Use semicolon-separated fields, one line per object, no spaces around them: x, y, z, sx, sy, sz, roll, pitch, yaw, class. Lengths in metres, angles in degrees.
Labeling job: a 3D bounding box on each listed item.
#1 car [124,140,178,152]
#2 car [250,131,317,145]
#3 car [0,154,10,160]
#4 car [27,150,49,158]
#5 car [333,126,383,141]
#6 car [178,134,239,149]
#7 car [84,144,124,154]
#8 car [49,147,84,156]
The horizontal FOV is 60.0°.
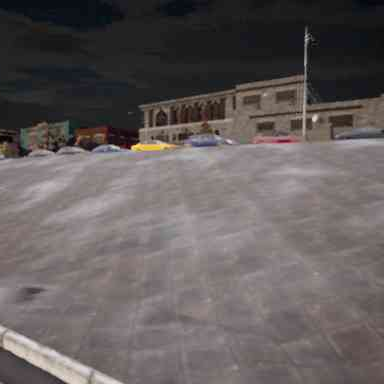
-3.154;-3.802;29.397;5.008;1.535;2.097;1;1;32;car
6.591;-3.548;23.779;4.792;1.488;2.163;1;1;29;car
-26.117;-4.379;44.616;4.553;1.767;2.185;1;1;34;car
-17.077;-4.105;38.457;4.892;1.521;2.231;1;1;34;car
11.454;-3.428;21.170;4.674;1.452;2.002;1;1;28;car
1.599;-3.817;26.580;4.553;1.767;2.185;1;1;31;car
-7.865;-3.872;32.327;4.674;1.452;2.002;1;1;33;car
-12.512;-4.017;35.356;4.892;1.521;2.231;1;1;34;car
